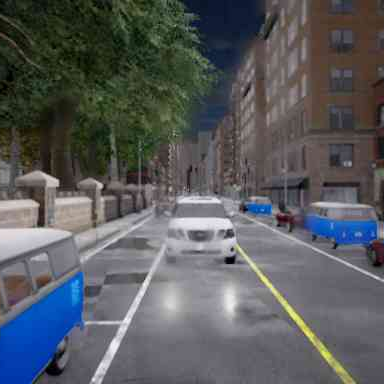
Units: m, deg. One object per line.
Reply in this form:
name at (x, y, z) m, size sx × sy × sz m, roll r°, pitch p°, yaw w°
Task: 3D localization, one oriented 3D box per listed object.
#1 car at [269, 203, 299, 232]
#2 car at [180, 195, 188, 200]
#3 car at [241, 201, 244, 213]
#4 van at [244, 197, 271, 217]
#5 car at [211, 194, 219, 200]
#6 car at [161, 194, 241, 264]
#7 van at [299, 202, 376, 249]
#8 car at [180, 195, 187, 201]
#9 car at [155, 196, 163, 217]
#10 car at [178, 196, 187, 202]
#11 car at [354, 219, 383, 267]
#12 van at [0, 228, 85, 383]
car at (6.244, 1.563, 19.971) m, size 1.887 × 1.381 × 4.507 m, roll 0°, pitch 0°, yaw 0°
car at (-2.173, 1.563, 91.306) m, size 1.887 × 1.381 × 4.507 m, roll 0°, pitch 0°, yaw 0°
car at (6.270, 1.589, 36.952) m, size 1.947 × 1.339 × 4.313 m, roll 0°, pitch 0°, yaw 0°
van at (6.261, 1.363, 31.292) m, size 1.690 × 1.788 × 3.998 m, roll 0°, pitch 0°, yaw 0°
car at (6.351, 1.459, 91.329) m, size 1.967 × 1.590 × 4.097 m, roll 0°, pitch 0°, yaw 0°
car at (0.282, 1.234, 12.225) m, size 2.150 × 2.045 × 5.566 m, roll 0°, pitch 0°, yaw 1°
van at (6.234, 1.356, 14.310) m, size 1.690 × 1.788 × 3.998 m, roll 0°, pitch 0°, yaw 0°
car at (-2.181, 1.560, 85.855) m, size 1.887 × 1.381 × 4.507 m, roll 0°, pitch 0°, yaw 0°
car at (-2.264, 1.336, 31.264) m, size 2.192 × 1.841 × 5.009 m, roll 0°, pitch 0°, yaw 0°
car at (-2.190, 1.565, 80.403) m, size 2.008 × 1.369 × 4.403 m, roll 0°, pitch 0°, yaw 0°
car at (6.226, 1.592, 8.650) m, size 1.802 × 1.307 × 4.206 m, roll 0°, pitch 0°, yaw 0°
van at (-2.308, 1.344, 2.975) m, size 1.690 × 1.788 × 3.998 m, roll 0°, pitch 0°, yaw 0°
